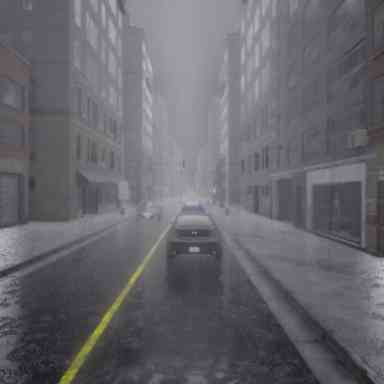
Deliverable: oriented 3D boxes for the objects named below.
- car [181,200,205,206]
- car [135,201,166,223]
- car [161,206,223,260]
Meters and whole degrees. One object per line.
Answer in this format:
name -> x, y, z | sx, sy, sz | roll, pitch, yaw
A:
car -> 0.087, 1.439, 27.709 | 1.882, 1.535, 5.008 | 0, 0, 0
car -> -3.086, 1.456, 25.430 | 2.128, 1.511, 4.902 | 0, 0, 0
car -> 0.084, 1.485, 12.364 | 1.837, 1.490, 4.892 | 0, 0, 0
